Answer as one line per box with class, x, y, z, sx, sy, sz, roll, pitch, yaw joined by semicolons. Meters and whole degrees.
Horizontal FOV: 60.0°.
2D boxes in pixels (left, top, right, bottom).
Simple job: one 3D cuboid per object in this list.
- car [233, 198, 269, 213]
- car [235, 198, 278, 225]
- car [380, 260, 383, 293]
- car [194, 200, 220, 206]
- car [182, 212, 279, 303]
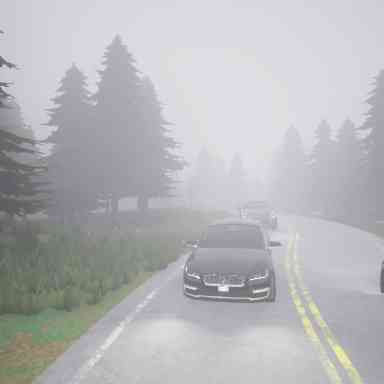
car;6.198;1.410;35.733;1.837;1.490;4.892;2;-1;-16
car;3.873;1.270;20.363;2.097;1.767;4.553;-1;0;5
car;4.493;1.308;4.640;2.097;1.767;4.553;-1;0;8
car;1.913;1.799;44.857;1.812;1.442;4.674;3;-5;-35
car;1.090;1.496;8.410;1.837;1.490;4.892;-1;0;12
